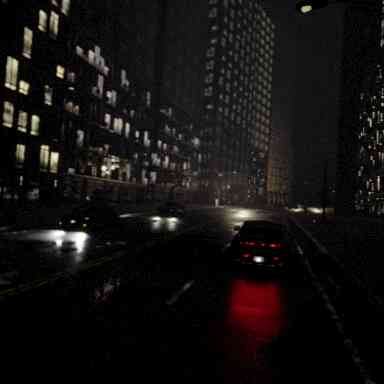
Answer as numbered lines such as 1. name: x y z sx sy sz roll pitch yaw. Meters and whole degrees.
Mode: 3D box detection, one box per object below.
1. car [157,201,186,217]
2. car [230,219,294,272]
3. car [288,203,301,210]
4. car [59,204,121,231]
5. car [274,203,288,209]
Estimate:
1. car: -2.061 1.682 34.469 1.882 1.535 5.008 3 0 14
2. car: 2.530 1.760 12.009 1.837 1.490 4.892 3 -1 14
3. car: 25.629 3.666 84.156 1.882 1.535 5.008 3 -1 27
4. car: -5.799 1.408 19.384 1.994 1.385 4.181 3 0 13
5. car: 22.309 3.492 84.754 1.882 1.535 5.008 3 -1 27
